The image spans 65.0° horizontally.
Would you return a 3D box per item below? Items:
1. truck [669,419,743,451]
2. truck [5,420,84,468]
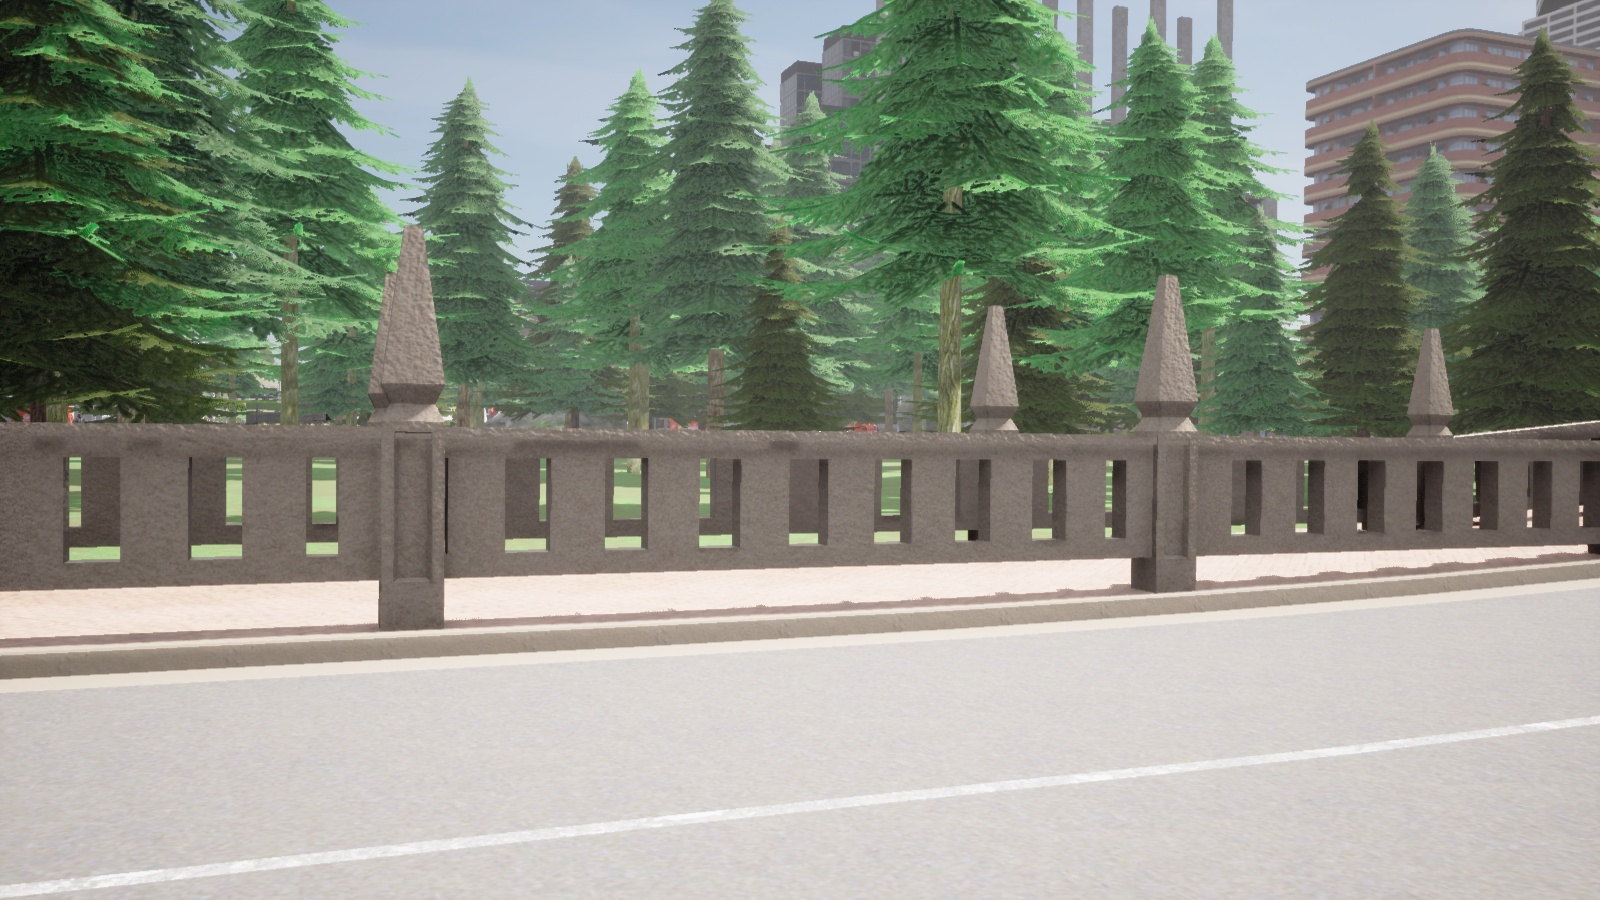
[{"bbox_3d":[-7.390,-1.174,98.276,5.204,2.467,2.627,-1,1,-20],"label":"truck"},{"bbox_3d":[-41.013,-0.363,68.344,2.627,2.467,5.204,-1,1,-19],"label":"truck"}]
